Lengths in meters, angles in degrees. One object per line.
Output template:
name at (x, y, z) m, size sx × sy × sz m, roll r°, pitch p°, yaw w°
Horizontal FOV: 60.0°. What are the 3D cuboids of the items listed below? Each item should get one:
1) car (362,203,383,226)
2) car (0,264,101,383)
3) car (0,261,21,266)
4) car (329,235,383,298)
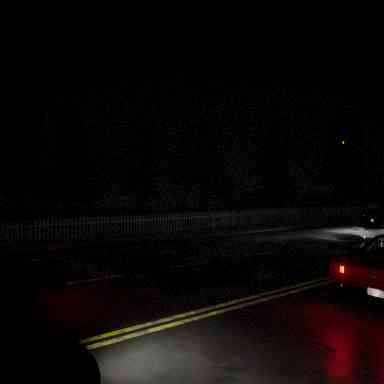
car at (13.128, 1.491, 21.977) m, size 4.902 × 1.511 × 2.128 m, roll 0°, pitch 0°, yaw -36°
car at (-2.819, 1.526, 1.759) m, size 4.674 × 1.442 × 1.812 m, roll 0°, pitch 0°, yaw -36°
car at (-4.919, 1.601, 4.781) m, size 4.718 × 1.301 × 1.895 m, roll 0°, pitch 0°, yaw -36°
car at (5.254, 1.601, 7.519) m, size 4.718 × 1.301 × 1.895 m, roll 0°, pitch 0°, yaw -35°
